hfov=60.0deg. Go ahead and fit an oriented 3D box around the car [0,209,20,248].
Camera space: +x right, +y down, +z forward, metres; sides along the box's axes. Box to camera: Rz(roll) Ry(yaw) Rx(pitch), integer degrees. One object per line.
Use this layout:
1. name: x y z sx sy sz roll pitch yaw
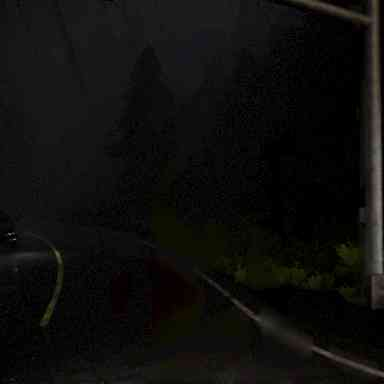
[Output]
1. car: -8.522 1.482 13.936 1.837 1.490 4.892 -1 0 -35
